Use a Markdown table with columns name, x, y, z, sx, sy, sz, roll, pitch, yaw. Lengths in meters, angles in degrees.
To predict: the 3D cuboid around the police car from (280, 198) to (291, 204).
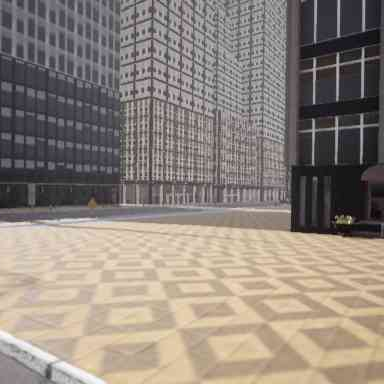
| name | x | y | z | sx | sy | sz | roll | pitch | yaw |
| --- | --- | --- | --- | --- | --- | --- | --- | --- | --- |
| police car | 24.610 | 2.353 | 86.389 | 1.930 | 1.638 | 5.238 | 1 | 0 | 35 |

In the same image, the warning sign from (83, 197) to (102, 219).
| name | x | y | z | sx | sy | sz | roll | pitch | yaw |
| --- | --- | --- | --- | --- | --- | --- | --- | --- | --- |
| warning sign | -9.107 | 1.447 | 30.524 | 1.300 | 1.860 | 1.060 | 2 | 1 | 35 |
